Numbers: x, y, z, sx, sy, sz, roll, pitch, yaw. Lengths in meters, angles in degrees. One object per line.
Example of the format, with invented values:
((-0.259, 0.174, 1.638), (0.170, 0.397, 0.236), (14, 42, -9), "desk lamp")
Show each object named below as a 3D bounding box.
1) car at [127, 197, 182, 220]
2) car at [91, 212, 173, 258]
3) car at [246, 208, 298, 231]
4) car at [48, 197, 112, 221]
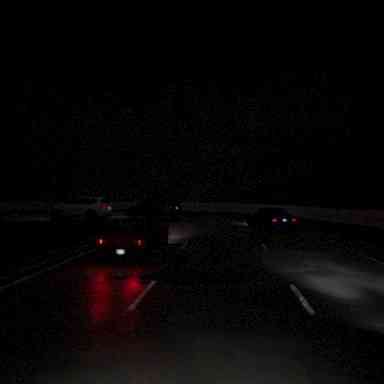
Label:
((-3.435, 1.486, 30.338), (5.566, 2.045, 2.150), (0, -1, 37), "car")
((-2.158, 1.715, 13.293), (1.895, 1.301, 4.718), (0, -1, 6), "car")
((5.229, 1.759, 22.396), (2.033, 1.411, 5.357), (0, -1, -7), "car")
((-9.832, 1.462, 29.381), (5.566, 2.045, 2.150), (0, -1, 11), "car")
